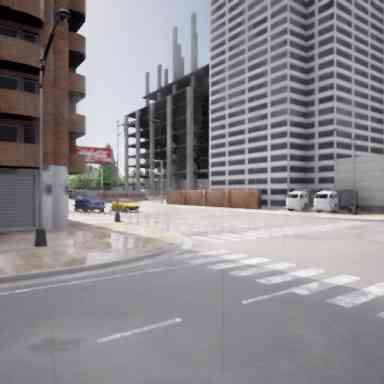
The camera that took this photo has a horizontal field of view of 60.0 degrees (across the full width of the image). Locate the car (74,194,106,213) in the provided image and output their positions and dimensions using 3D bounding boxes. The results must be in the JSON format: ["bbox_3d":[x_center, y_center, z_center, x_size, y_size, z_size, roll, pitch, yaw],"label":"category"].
[{"bbox_3d":[-11.813,1.279,38.245,2.150,2.045,5.566,0,0,-35],"label":"car"}]

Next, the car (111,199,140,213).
[{"bbox_3d":[-7.753,1.539,38.563,1.882,1.535,5.008,0,0,-35],"label":"car"}]
